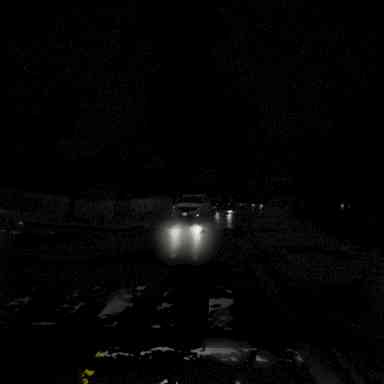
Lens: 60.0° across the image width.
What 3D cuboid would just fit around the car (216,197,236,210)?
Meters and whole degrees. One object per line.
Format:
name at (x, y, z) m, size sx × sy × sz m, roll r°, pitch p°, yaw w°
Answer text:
car at (4.422, 1.457, 42.715) m, size 1.837 × 1.490 × 4.892 m, roll 0°, pitch 0°, yaw 18°

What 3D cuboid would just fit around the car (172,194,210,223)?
car at (0.054, 1.204, 26.153) m, size 2.150 × 2.045 × 5.566 m, roll 0°, pitch 0°, yaw 12°

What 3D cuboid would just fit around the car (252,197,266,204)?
car at (12.805, 1.593, 63.099) m, size 1.812 × 1.442 × 4.674 m, roll 0°, pitch -1°, yaw 27°
